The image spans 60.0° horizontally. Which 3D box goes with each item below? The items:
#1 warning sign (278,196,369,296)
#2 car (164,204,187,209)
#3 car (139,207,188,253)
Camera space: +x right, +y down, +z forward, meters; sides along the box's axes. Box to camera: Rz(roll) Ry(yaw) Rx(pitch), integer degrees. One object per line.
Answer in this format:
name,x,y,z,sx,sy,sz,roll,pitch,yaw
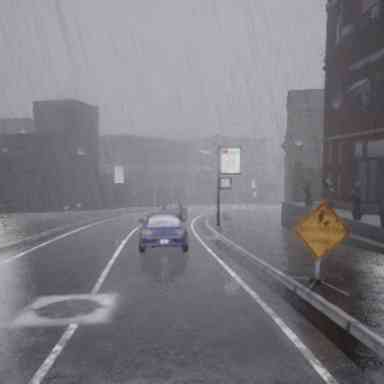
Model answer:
warning sign,2.734,1.094,7.102,1.300,1.860,1.060,4,4,-7
car,-1.514,1.700,28.482,1.895,1.301,4.718,0,0,6
car,-1.202,1.556,13.791,1.812,1.442,4.674,0,0,-6
